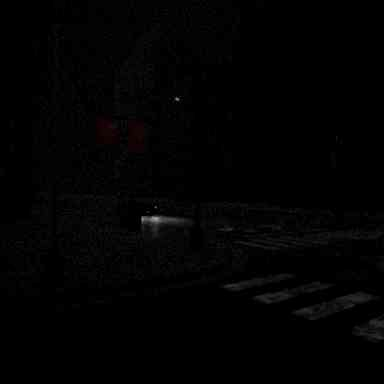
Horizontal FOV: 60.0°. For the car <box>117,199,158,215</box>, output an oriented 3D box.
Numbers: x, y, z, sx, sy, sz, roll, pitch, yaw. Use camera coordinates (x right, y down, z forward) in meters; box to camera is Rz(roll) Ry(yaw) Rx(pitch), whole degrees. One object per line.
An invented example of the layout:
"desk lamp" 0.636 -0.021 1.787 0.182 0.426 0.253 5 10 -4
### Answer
"car" -4.848 1.282 29.172 1.895 1.301 4.718 1 0 -35
